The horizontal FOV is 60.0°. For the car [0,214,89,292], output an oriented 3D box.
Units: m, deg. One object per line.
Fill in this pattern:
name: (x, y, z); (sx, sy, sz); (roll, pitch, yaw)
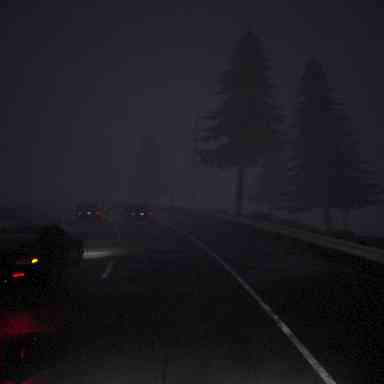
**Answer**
car: (-4.182, 1.536, 8.739); (1.812, 1.442, 4.674); (0, 0, -6)

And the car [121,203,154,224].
car: (-4.192, 1.553, 25.097); (2.033, 1.411, 5.357); (0, 0, -18)

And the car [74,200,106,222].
car: (-8.286, 1.566, 26.332); (2.033, 1.411, 5.357); (0, 0, -20)

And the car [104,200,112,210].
car: (-11.447, 1.625, 41.320); (1.895, 1.301, 4.718); (0, 0, -30)
